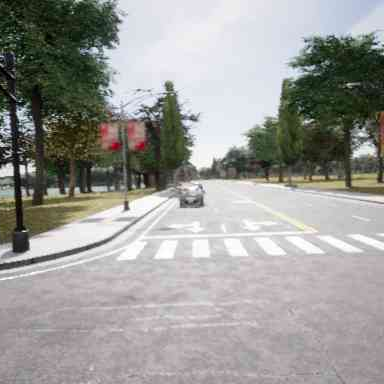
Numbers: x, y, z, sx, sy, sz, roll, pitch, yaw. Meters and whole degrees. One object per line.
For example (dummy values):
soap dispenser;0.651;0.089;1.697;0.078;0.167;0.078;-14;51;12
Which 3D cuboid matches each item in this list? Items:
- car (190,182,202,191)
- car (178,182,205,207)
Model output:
car;0.723;-1.006;56.065;1.994;1.385;4.181;-2;2;2
car;-0.026;0.281;26.345;2.128;1.511;4.902;-2;3;2
